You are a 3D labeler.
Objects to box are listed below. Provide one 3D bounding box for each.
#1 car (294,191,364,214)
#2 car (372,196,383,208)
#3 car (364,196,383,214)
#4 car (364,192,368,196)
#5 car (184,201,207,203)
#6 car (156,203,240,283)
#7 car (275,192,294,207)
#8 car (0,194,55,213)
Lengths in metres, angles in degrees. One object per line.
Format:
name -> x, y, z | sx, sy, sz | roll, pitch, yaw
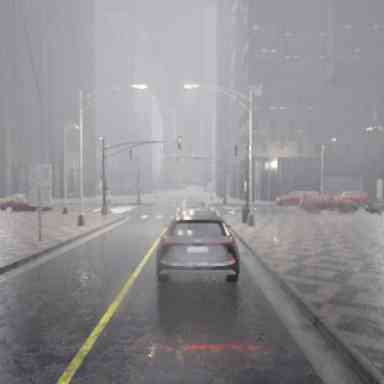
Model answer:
car -> 12.259, 1.063, 30.037 | 5.009, 1.841, 2.192 | 0, 1, 0
car -> 23.567, 1.122, 38.548 | 4.313, 1.339, 1.947 | 0, 1, 0
car -> 17.901, 1.343, 30.036 | 4.313, 1.339, 1.947 | 0, 1, 0
car -> 17.925, 0.841, 38.551 | 5.009, 1.841, 2.192 | 0, 1, 0
car -> 0.180, 1.261, 18.385 | 1.837, 1.490, 4.892 | 0, 1, 0
car -> 0.151, 1.299, 9.305 | 2.033, 1.649, 4.856 | 0, 0, 1
car -> 12.282, 0.812, 38.559 | 5.009, 1.841, 2.192 | 0, 1, 0
car -> -14.783, 1.165, 30.083 | 4.507, 1.381, 1.887 | 0, 1, 0
